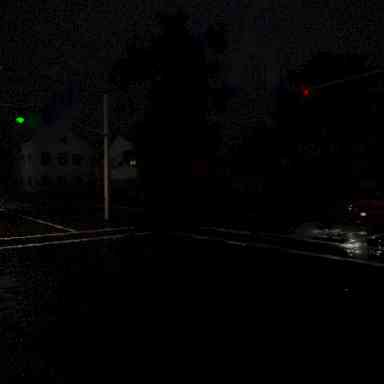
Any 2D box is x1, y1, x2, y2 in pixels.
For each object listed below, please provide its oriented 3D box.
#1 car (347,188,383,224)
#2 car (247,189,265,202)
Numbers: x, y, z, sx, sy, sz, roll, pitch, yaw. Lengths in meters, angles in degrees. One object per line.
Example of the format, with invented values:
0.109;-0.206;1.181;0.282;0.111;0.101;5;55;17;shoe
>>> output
11.317;0.788;19.554;5.566;2.045;2.150;-1;1;-39;car
8.299;0.438;38.630;1.970;1.475;3.806;-1;1;-38;car
